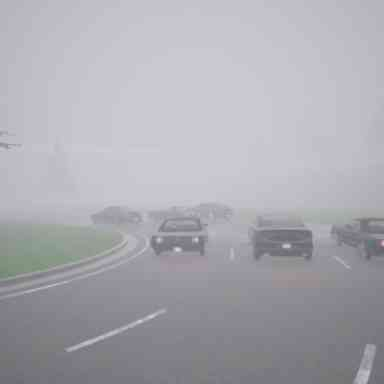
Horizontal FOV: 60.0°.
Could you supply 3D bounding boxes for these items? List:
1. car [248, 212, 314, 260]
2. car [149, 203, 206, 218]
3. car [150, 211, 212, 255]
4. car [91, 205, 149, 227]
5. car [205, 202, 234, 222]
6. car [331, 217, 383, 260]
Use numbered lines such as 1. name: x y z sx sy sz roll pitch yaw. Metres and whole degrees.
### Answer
1. car: 3.191 1.496 12.581 1.882 1.535 5.008 -1 0 7
2. car: -1.395 1.739 25.406 1.895 1.301 4.718 -1 0 -41
3. car: -0.303 1.670 13.509 1.895 1.301 4.718 -1 0 5
4. car: -5.537 1.715 24.412 4.674 1.442 1.812 -1 0 43
5. car: 1.267 1.619 27.682 1.837 1.490 4.892 0 0 -41
6. car: 6.631 1.571 12.118 1.895 1.301 4.718 -1 0 7
